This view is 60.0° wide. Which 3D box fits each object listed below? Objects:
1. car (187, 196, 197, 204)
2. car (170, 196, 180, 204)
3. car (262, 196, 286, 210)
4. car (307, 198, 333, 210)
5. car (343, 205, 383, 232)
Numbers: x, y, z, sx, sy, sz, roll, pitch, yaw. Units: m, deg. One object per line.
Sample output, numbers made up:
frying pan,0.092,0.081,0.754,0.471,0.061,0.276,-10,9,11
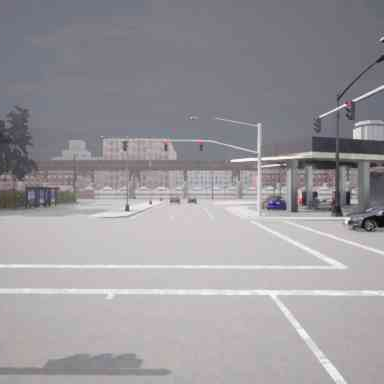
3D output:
car,0.037,1.547,64.324,2.033,1.411,5.357,0,0,0
car,-3.361,1.491,66.247,2.128,1.511,4.902,0,0,0
car,9.733,1.295,39.643,2.242,1.667,4.611,0,0,0
car,15.478,1.456,40.402,1.970,1.475,3.806,0,0,0
car,11.445,1.491,19.458,4.902,1.511,2.128,0,0,-1
